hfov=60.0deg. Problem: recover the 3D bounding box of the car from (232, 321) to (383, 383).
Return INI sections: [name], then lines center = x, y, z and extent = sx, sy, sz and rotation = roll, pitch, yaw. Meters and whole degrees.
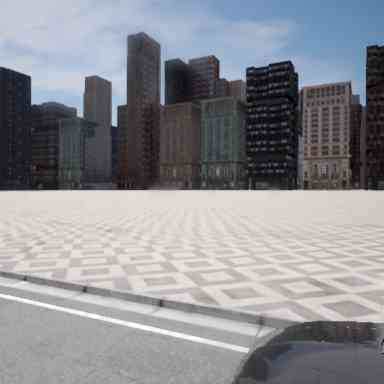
[car]
center = 2.603, 1.507, 1.930
extent = 4.892, 1.490, 1.837
rotation = 1, 0, 27
